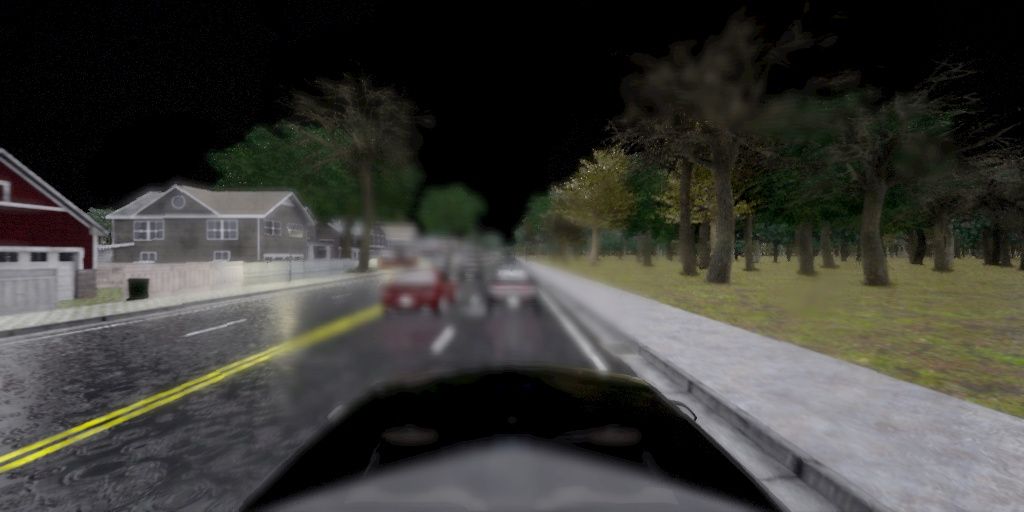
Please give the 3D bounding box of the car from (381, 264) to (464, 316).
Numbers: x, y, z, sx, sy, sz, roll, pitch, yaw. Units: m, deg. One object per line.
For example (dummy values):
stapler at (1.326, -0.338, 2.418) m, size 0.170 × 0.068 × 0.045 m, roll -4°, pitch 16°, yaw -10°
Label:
car at (-3.185, 1.211, 13.286) m, size 1.882 × 1.535 × 5.008 m, roll 0°, pitch 0°, yaw 0°

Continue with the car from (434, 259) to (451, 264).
car at (-9.831, 1.165, 50.914) m, size 2.128 × 1.511 × 4.902 m, roll 0°, pitch 0°, yaw 0°

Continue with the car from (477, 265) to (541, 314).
car at (0.066, 1.222, 13.643) m, size 2.128 × 1.511 × 4.902 m, roll 0°, pitch 0°, yaw 0°

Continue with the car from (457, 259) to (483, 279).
car at (-3.180, 1.215, 29.373) m, size 1.837 × 1.490 × 4.892 m, roll 0°, pitch 1°, yaw 0°
